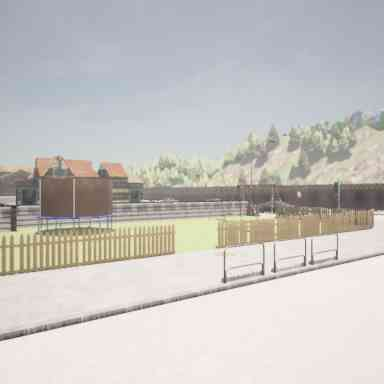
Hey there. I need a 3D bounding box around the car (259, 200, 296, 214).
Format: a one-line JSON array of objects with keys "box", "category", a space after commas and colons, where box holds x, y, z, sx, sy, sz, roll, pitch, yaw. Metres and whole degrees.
[{"box": [8.929, 1.583, 34.794, 1.994, 1.385, 4.181, 0, 0, -35], "category": "car"}]

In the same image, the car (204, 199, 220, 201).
[{"box": [2.871, 1.566, 43.343, 2.033, 1.411, 5.357, 0, 0, -35], "category": "car"}]

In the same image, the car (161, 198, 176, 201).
[{"box": [-3.409, 1.620, 52.250, 1.895, 1.301, 4.718, 0, 0, -35], "category": "car"}]
